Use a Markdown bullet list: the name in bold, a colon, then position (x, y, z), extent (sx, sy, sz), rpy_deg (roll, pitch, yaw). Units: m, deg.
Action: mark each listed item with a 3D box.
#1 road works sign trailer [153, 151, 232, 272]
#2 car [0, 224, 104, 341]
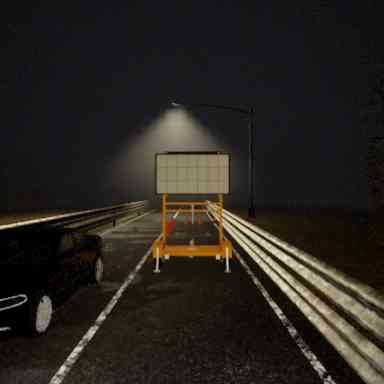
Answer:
- **road works sign trailer**: position (0.020, 0.485, 10.836), extent (2.380, 3.560, 2.880), rpy_deg (0, 0, 0)
- **car**: position (-3.244, 1.491, 6.837), extent (1.882, 1.535, 5.008), rpy_deg (0, 0, 0)
